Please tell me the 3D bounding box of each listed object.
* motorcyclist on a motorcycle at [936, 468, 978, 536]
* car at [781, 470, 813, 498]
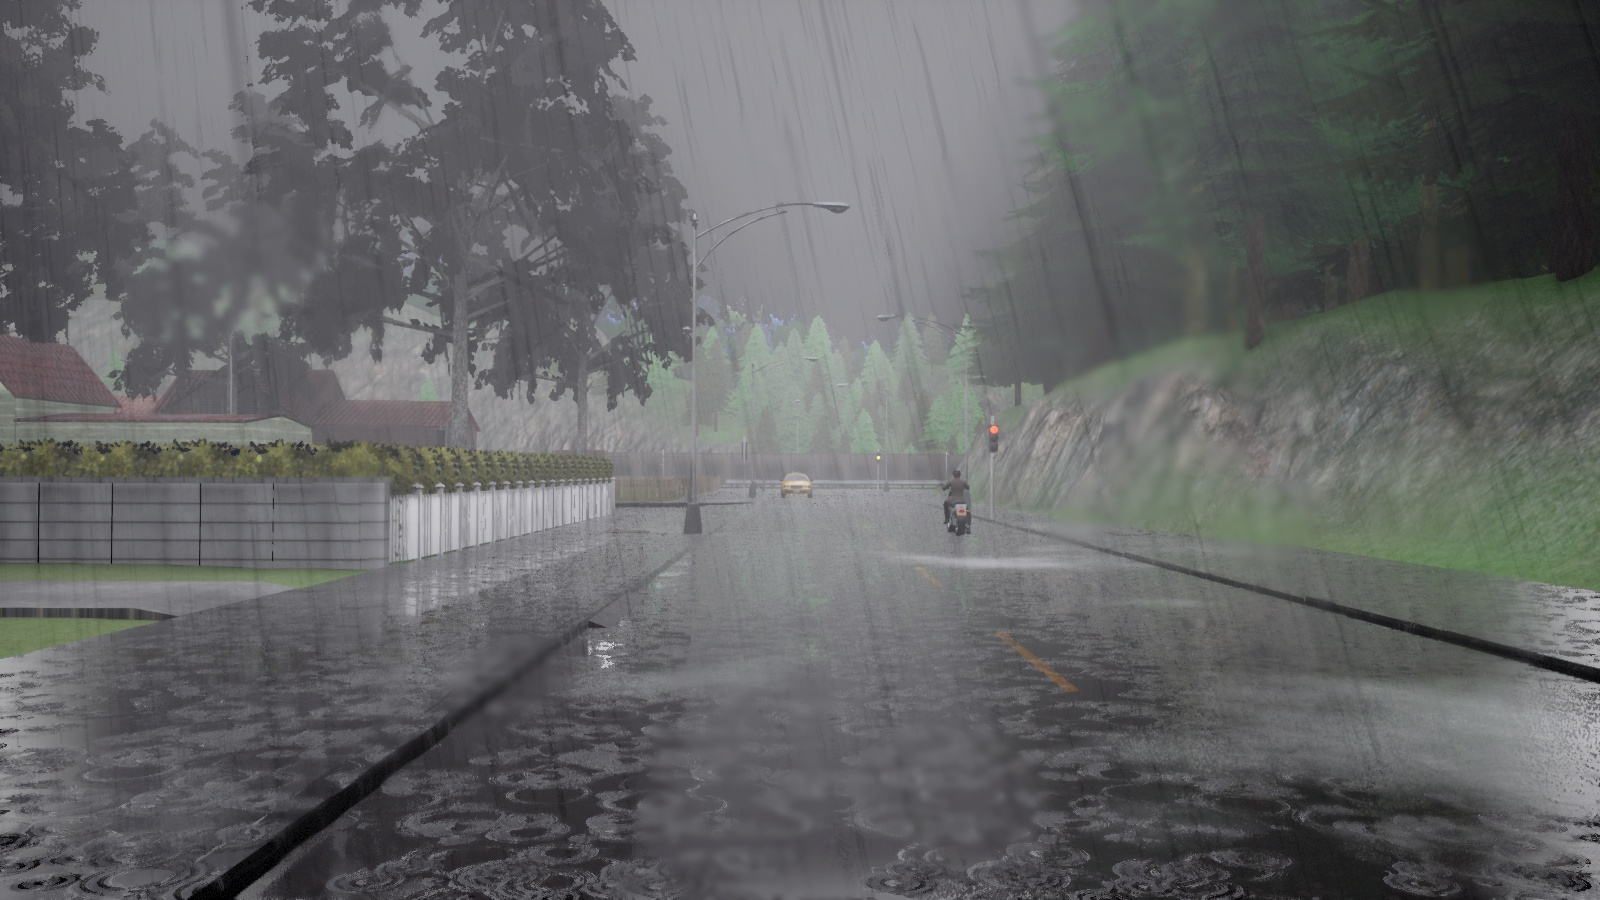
[{"bbox_3d":[3.921,1.277,31.522,0.766,1.649,2.350,0,-1,0],"label":"motorcyclist on a motorcycle"},{"bbox_3d":[-0.184,1.989,73.693,1.801,1.575,5.366,0,-1,0],"label":"car"}]
